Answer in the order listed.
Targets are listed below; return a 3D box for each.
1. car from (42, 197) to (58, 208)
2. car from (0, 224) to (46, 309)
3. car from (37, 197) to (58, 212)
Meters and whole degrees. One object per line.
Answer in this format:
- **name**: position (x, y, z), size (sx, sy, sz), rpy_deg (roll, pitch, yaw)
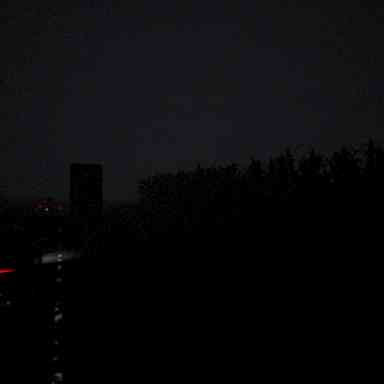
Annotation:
- **car**: position (-19.427, 1.384, 45.644), size (1.812, 1.442, 4.674), rpy_deg (0, 0, -21)
- **car**: position (-4.451, 1.486, 7.432), size (1.837, 1.490, 4.892), rpy_deg (0, 0, -21)
- **car**: position (-15.682, 1.495, 36.227), size (1.895, 1.301, 4.718), rpy_deg (0, 0, -21)
